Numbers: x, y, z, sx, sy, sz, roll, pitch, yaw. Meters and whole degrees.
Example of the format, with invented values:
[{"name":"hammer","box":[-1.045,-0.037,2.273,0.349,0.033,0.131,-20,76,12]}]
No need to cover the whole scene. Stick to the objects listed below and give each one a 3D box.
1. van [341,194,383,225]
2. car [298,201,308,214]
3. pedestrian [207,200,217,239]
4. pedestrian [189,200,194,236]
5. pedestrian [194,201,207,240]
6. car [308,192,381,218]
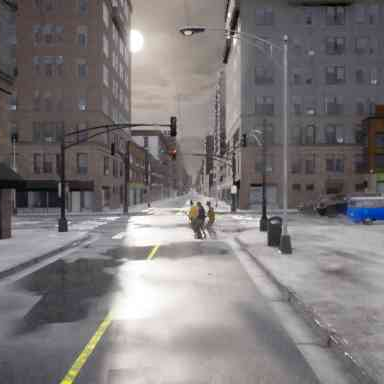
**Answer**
[{"name":"van","box":[12.217,1.203,21.553,3.998,1.788,1.690,-1,1,0]},{"name":"car","box":[12.237,1.117,30.077,5.009,1.841,2.192,-1,1,0]},{"name":"pedestrian","box":[0.858,1.290,15.900,0.375,1.860,0.375,0,0,0]},{"name":"pedestrian","box":[0.110,1.290,16.502,0.375,1.860,0.375,0,0,0]},{"name":"pedestrian","box":[0.381,1.290,15.302,0.375,1.860,0.375,0,0,0]},{"name":"car","box":[12.915,1.034,27.427,5.566,2.045,2.150,-1,0,0]}]
